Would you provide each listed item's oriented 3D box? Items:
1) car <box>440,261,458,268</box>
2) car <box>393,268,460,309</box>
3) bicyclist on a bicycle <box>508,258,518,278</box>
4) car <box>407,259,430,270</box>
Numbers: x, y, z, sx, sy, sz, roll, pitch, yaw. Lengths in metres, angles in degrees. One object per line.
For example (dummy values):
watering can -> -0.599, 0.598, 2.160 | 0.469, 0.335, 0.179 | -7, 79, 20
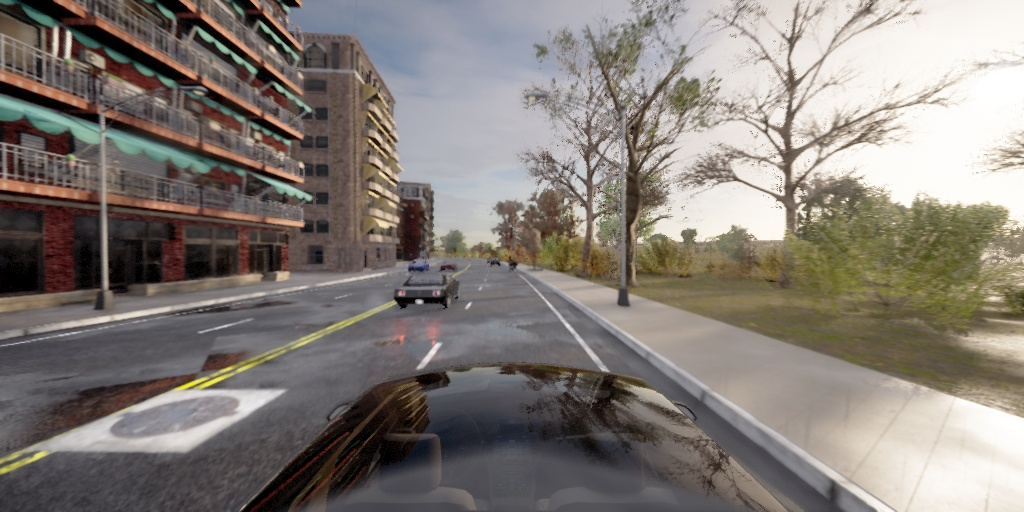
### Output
car -> -7.922, 1.275, 45.126 | 1.895, 1.301, 4.718 | 0, 0, -3
car -> -3.282, 1.332, 14.824 | 1.895, 1.301, 4.718 | 0, 0, -1
bicyclist on a bicycle -> 0.259, 1.055, 31.577 | 0.659, 1.776, 1.843 | 0, 0, -3
car -> -11.047, 1.167, 42.640 | 1.882, 1.535, 5.008 | 0, 0, -3
